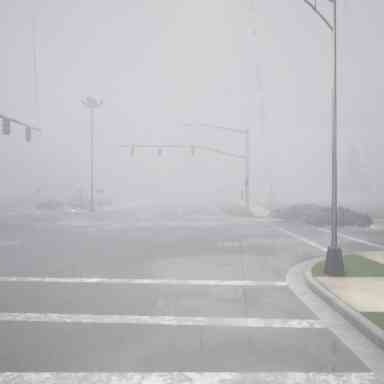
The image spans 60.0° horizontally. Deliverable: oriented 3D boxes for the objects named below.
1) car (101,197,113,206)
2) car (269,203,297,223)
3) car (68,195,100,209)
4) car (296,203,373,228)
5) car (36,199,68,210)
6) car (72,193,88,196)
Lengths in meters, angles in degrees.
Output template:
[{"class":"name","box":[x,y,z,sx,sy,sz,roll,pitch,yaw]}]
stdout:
[{"class":"car","box":[-14.329,1.526,54.367,1.812,1.442,4.674,0,0,1]},{"class":"car","box":[8.559,1.547,25.026,5.357,1.411,2.033,0,0,0]},{"class":"car","box":[-14.469,1.548,44.637,2.033,1.411,5.357,0,0,1]},{"class":"car","box":[9.309,1.564,21.522,4.181,1.385,1.994,0,0,0]},{"class":"car","box":[-18.011,1.601,42.531,1.895,1.301,4.718,0,0,1]},{"class":"car","box":[-17.864,1.221,52.579,2.150,2.045,5.566,0,0,1]}]
